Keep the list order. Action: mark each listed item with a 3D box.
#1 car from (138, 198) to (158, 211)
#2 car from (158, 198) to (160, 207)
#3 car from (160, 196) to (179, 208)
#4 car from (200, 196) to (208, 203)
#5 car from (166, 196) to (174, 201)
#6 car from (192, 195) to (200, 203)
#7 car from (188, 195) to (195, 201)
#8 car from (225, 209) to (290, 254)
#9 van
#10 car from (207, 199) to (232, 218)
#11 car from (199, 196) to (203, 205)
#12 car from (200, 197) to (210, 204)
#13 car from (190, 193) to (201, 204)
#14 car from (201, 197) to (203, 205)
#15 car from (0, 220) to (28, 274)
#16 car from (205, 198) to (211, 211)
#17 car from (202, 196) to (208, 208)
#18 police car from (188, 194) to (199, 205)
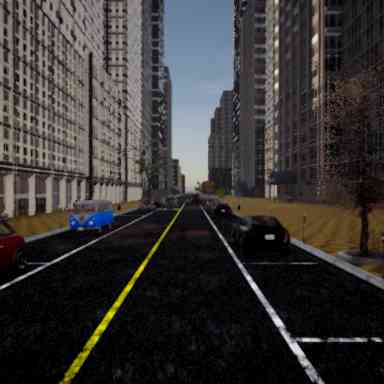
[{"bbox_3d":[-5.712,1.668,41.734,1.802,1.307,4.206,-1,0,0],"label":"car"},{"bbox_3d":[-5.716,1.674,53.016,1.947,1.339,4.313,-1,0,0],"label":"car"},{"bbox_3d":[-3.091,1.452,48.496,2.097,1.767,4.553,0,0,0],"label":"car"},{"bbox_3d":[2.658,1.677,75.762,1.752,1.417,4.829,-1,0,0],"label":"car"},{"bbox_3d":[-5.726,1.721,86.864,2.008,1.369,4.403,-1,0,0],"label":"car"},{"bbox_3d":[0.875,1.608,76.114,1.801,1.575,5.366,0,0,0],"label":"car"},{"bbox_3d":[-0.030,1.622,93.275,1.882,1.535,5.008,0,0,0],"label":"car"},{"bbox_3d":[2.677,1.596,13.522,1.947,1.339,4.313,-1,0,0],"label":"car"},{"bbox_3d":[-5.709,1.382,19.169,1.690,1.788,3.998,-1,0,0],"label":"van"},{"bbox_3d":[2.672,1.631,30.450,1.947,1.339,4.313,-1,0,0],"label":"car"},{"bbox_3d":[2.663,1.687,58.664,1.947,1.339,4.313,-1,0,0],"label":"car"},{"bbox_3d":[2.659,1.686,69.949,1.887,1.381,4.507,-1,0,0],"label":"car"},{"bbox_3d":[0.642,1.356,69.945,2.150,2.045,5.566,-1,0,0],"label":"car"},{"bbox_3d":[2.666,1.665,47.378,1.947,1.339,4.313,-1,0,0],"label":"car"},{"bbox_3d":[-5.704,1.457,7.886,1.967,1.590,4.097,-1,0,0],"label":"car"},{"bbox_3d":[2.670,1.658,36.093,1.802,1.307,4.206,-1,0,0],"label":"car"},{"bbox_3d":[2.667,1.528,41.735,1.967,1.590,4.097,-1,0,0],"label":"car"},{"bbox_3d":[0.586,1.548,59.991,1.930,1.638,5.238,0,0,-5],"label":"police car"}]
